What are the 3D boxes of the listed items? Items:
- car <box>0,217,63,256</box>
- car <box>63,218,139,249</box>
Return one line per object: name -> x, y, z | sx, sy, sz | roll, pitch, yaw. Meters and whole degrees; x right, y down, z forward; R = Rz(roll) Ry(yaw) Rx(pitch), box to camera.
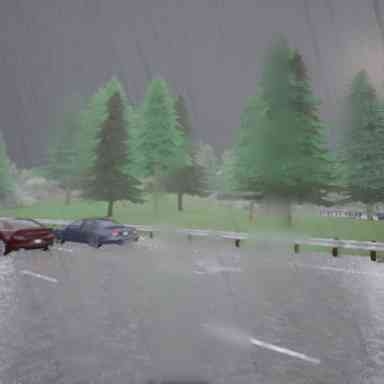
car -> -8.256, 1.884, 15.073 | 5.008, 1.535, 1.882 | -1, -2, 37
car -> -5.117, 2.031, 17.125 | 5.357, 1.411, 2.033 | -1, -2, 37
